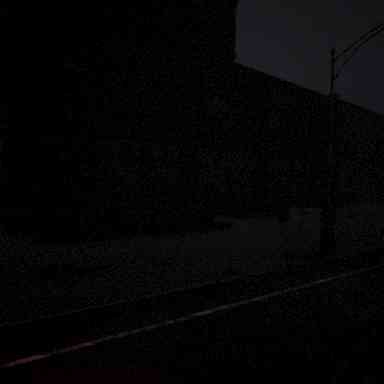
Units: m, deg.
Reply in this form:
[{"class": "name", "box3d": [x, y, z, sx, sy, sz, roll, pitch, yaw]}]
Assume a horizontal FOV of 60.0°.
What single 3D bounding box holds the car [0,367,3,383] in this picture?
[{"class": "car", "box3d": [-3.665, 1.475, 1.377, 5.008, 1.535, 1.882, 0, 0, -36]}]
